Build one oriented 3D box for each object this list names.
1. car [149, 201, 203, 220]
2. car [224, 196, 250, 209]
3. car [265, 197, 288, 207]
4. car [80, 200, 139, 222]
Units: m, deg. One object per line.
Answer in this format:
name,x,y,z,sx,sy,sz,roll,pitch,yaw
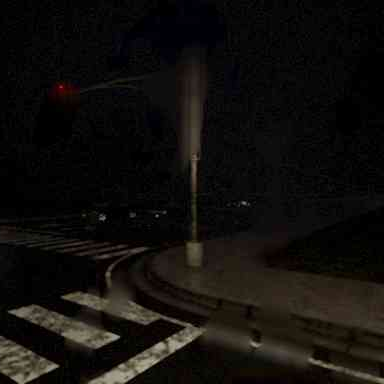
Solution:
car,-1.171,1.447,27.760,2.033,1.411,5.357,0,0,35
car,6.002,1.360,43.672,1.837,1.490,4.892,0,0,35
car,11.855,1.360,46.323,1.812,1.442,4.674,0,0,36
car,-6.361,1.401,25.997,1.882,1.535,5.008,0,0,35
